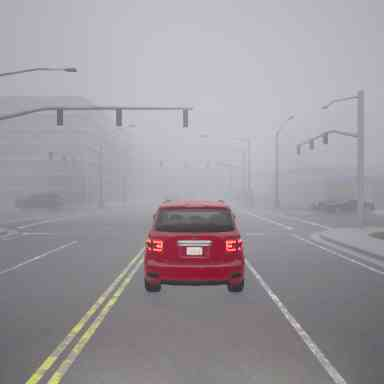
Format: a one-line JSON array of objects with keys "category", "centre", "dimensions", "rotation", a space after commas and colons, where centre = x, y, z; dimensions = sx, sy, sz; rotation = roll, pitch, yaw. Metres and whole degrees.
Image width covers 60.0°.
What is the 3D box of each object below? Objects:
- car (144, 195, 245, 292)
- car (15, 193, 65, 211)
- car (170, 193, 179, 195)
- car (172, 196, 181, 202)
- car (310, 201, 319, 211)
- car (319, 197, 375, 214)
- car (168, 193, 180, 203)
[{"category": "car", "centre": [0.060, 1.221, 9.047], "dimensions": [2.150, 2.045, 5.566], "rotation": [0, 0, 0]}, {"category": "car", "centre": [-18.045, 1.121, 39.657], "dimensions": [5.566, 2.045, 2.150], "rotation": [1, 0, 4]}, {"category": "car", "centre": [-3.667, 1.352, 54.633], "dimensions": [2.097, 1.767, 4.553], "rotation": [0, 0, 0]}, {"category": "car", "centre": [-3.613, 1.552, 79.062], "dimensions": [1.994, 1.385, 4.181], "rotation": [0, 0, 0]}, {"category": "car", "centre": [16.103, 1.352, 38.586], "dimensions": [4.553, 1.767, 2.097], "rotation": [0, 0, 0]}, {"category": "car", "centre": [16.562, 1.478, 35.079], "dimensions": [5.008, 1.535, 1.882], "rotation": [0, 0, 0]}, {"category": "car", "centre": [-3.602, 1.223, 68.918], "dimensions": [2.150, 2.045, 5.566], "rotation": [0, 0, 0]}]
